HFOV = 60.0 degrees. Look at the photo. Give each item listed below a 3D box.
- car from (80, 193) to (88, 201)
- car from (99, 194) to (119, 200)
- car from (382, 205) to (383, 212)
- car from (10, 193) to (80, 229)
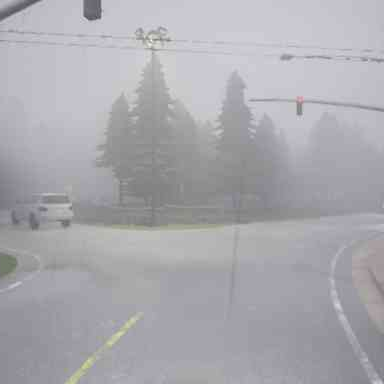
[{"bbox_3d":[-17.570,0.997,49.945,2.097,1.767,4.553,0,0,13],"label":"car"},{"bbox_3d":[-13.083,1.128,53.653,2.128,1.511,4.902,0,0,16],"label":"car"},{"bbox_3d":[20.550,1.455,32.633,4.718,1.301,1.895,0,0,-37],"label":"car"},{"bbox_3d":[-9.387,1.083,20.669,2.150,2.045,5.566,0,1,-45],"label":"car"}]
